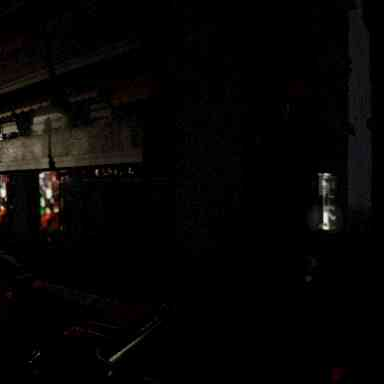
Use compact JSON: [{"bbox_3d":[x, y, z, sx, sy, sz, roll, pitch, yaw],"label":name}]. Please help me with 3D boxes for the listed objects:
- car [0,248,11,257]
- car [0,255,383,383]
[{"bbox_3d":[-4.243,1.553,5.902,4.206,1.307,1.802,0,0,36],"label":"car"},{"bbox_3d":[0.368,1.436,2.612,4.097,1.590,1.967,0,0,36],"label":"car"}]
